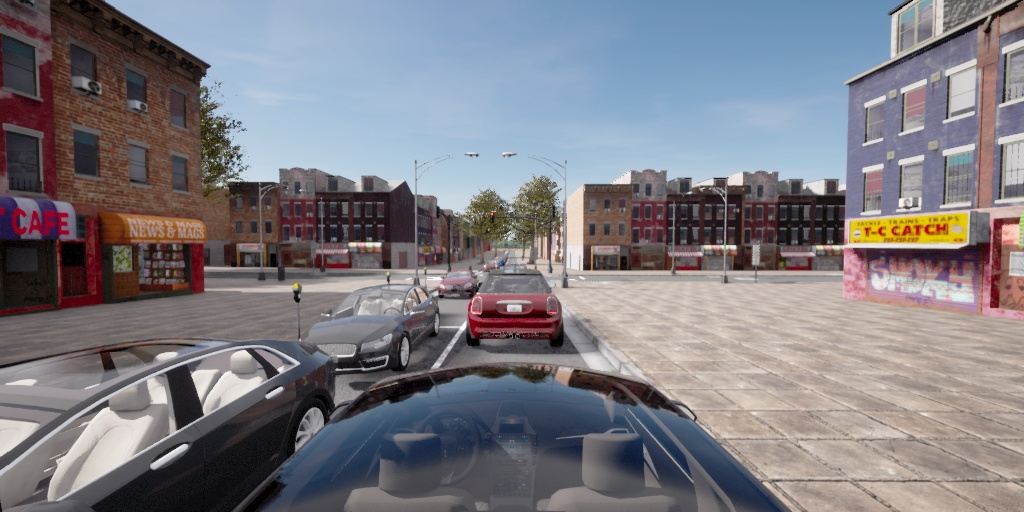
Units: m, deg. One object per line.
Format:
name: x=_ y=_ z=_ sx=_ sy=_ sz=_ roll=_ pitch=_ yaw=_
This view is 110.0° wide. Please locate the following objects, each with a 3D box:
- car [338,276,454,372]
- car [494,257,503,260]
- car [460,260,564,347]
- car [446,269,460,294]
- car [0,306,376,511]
car: x=-2.630 y=1.298 z=7.469 sx=2.007 sy=1.370 sz=4.403 roll=0 pitch=0 yaw=0
car: x=-2.566 y=1.233 z=45.138 sx=1.967 sy=1.591 sz=4.097 roll=0 pitch=0 yaw=0
car: x=0.111 y=1.099 z=9.512 sx=2.097 sy=1.767 sz=4.553 roll=0 pitch=0 yaw=2
car: x=-2.612 y=1.332 z=18.363 sx=1.802 sy=1.307 sz=4.207 roll=0 pitch=0 yaw=0
car: x=-2.640 y=1.300 z=2.020 sx=2.007 sy=1.370 sz=4.403 roll=0 pitch=0 yaw=0
